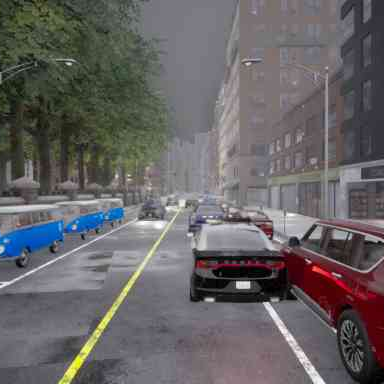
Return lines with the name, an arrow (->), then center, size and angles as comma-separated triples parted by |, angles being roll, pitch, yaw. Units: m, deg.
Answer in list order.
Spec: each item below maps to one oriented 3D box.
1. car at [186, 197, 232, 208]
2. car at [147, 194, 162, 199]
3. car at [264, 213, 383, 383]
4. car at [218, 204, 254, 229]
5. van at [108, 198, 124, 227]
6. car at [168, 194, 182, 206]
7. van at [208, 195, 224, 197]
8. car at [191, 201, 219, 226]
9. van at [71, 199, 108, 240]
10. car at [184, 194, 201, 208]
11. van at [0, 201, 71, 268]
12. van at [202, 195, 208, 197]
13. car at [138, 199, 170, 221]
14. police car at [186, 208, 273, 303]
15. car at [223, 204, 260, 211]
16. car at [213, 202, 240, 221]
car -> 0.864, 1.343, 18.262 | 2.097, 1.767, 4.553 | 0, 0, 0
car -> -5.713, 1.265, 50.576 | 2.192, 1.841, 5.009 | 0, 0, 0
car -> 2.850, 1.314, 5.340 | 2.192, 1.841, 5.009 | 0, 0, 0
car -> 2.837, 1.570, 22.321 | 1.802, 1.307, 4.206 | 0, 0, 0
van -> -5.689, 1.329, 22.286 | 1.690, 1.788, 3.998 | 0, 0, 0
car -> -3.046, 1.436, 53.095 | 2.128, 1.511, 4.902 | 0, 0, 0
van -> 2.827, 1.317, 33.642 | 1.690, 1.788, 3.998 | 0, 0, 0
car -> 0.880, 1.492, 24.292 | 1.837, 1.490, 4.892 | 0, 0, 0
van -> -5.684, 1.334, 16.628 | 1.690, 1.788, 3.998 | 0, 0, 0
car -> -0.012, 1.462, 46.111 | 1.837, 1.490, 4.892 | 0, 0, 0
van -> -5.679, 1.337, 10.970 | 1.690, 1.788, 3.998 | 0, 0, 0
van -> 2.812, 1.291, 50.623 | 1.690, 1.788, 3.998 | 0, 0, 0
car -> -3.122, 1.547, 26.924 | 1.994, 1.385, 4.181 | 0, 0, 0
police car -> 0.894, 1.423, 8.402 | 1.930, 1.638, 5.238 | 0, 0, 0
car -> 2.842, 1.538, 16.661 | 1.887, 1.381, 4.507 | 0, 0, 0
car -> 2.832, 1.564, 27.982 | 1.802, 1.307, 4.206 | 0, 0, 0
